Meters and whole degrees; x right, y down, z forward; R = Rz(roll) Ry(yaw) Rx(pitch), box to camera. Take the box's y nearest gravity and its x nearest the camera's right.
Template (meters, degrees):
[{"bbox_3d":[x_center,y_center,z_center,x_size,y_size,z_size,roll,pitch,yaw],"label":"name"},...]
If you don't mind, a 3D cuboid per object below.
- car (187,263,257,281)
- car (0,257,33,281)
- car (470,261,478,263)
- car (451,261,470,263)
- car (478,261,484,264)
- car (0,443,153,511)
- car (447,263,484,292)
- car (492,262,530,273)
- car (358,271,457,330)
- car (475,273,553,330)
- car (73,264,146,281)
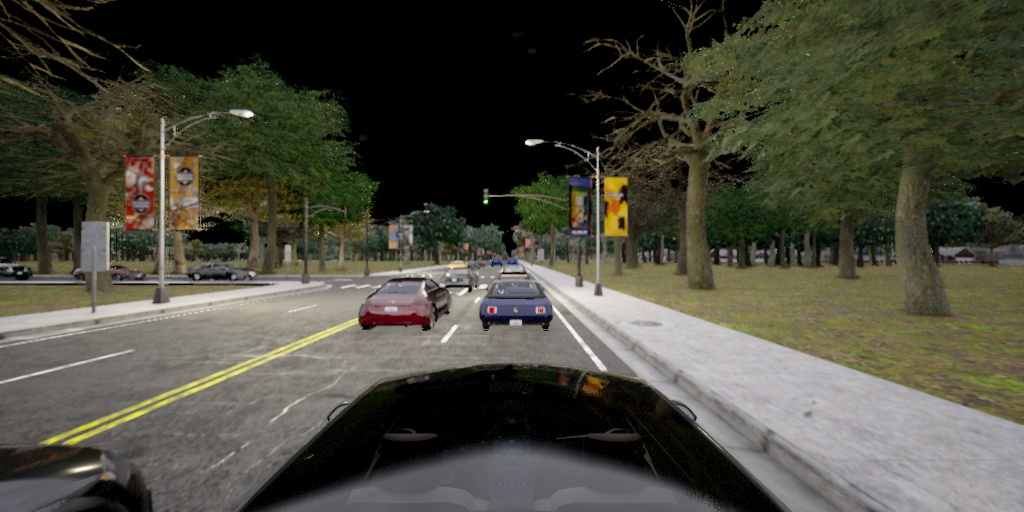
[{"bbox_3d":[-23.360,1.313,28.987,4.902,1.511,2.128,0,0,0],"label":"car"},{"bbox_3d":[-42.614,1.022,29.027,5.566,2.045,2.150,0,0,0],"label":"car"},{"bbox_3d":[-6.541,1.538,52.339,1.895,1.301,4.718,0,0,0],"label":"car"},{"bbox_3d":[-6.561,1.376,42.933,1.882,1.535,5.008,0,0,0],"label":"car"},{"bbox_3d":[-6.502,1.545,62.397,1.994,1.385,4.181,0,0,0],"label":"car"},{"bbox_3d":[-3.155,1.310,0.391,1.994,1.385,4.181,0,0,0],"label":"car"},{"bbox_3d":[-3.132,1.368,21.946,2.033,1.411,5.357,0,0,0],"label":"car"},{"bbox_3d":[0.115,1.313,22.424,2.128,1.511,4.902,0,0,0],"label":"car"},{"bbox_3d":[-3.138,1.347,11.283,1.994,1.385,4.181,0,0,0],"label":"car"},{"bbox_3d":[0.108,1.383,11.164,1.895,1.301,4.718,0,0,0],"label":"car"},{"bbox_3d":[-32.498,1.336,29.000,4.674,1.442,1.812,0,0,0],"label":"car"}]
